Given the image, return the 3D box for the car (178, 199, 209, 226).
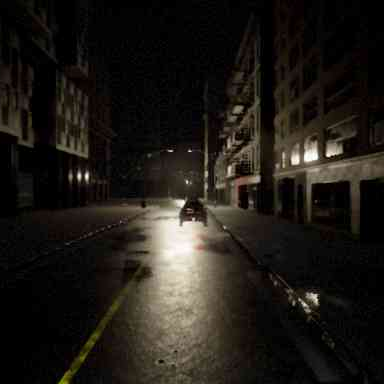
[{"bbox_3d":[0.090,1.492,23.436,1.837,1.490,4.892,0,0,0],"label":"car"}]
